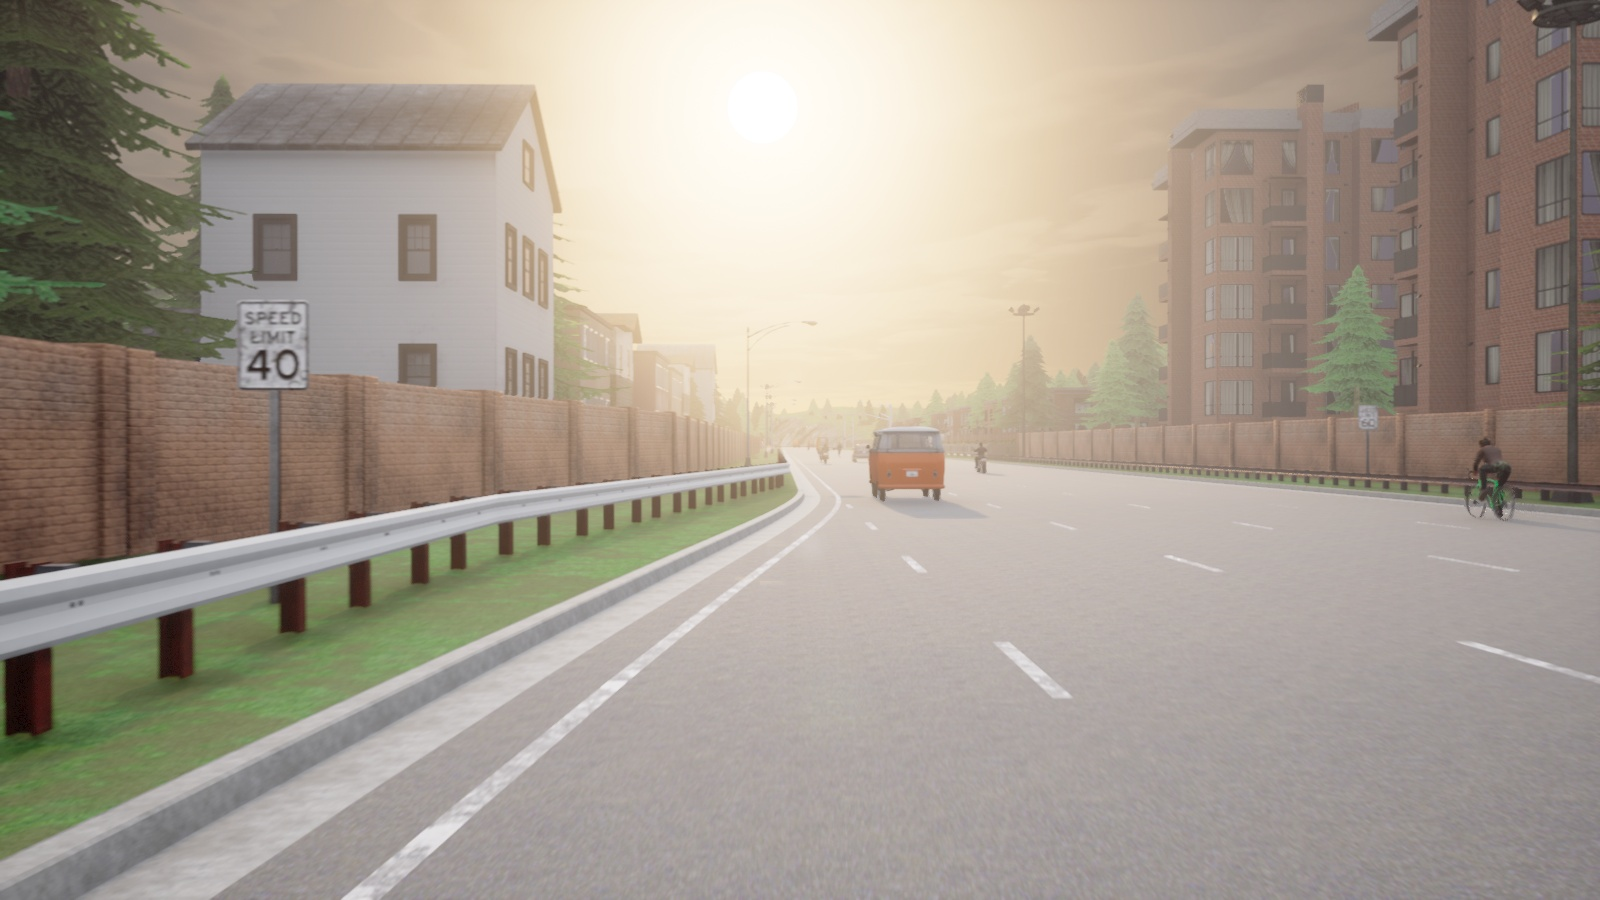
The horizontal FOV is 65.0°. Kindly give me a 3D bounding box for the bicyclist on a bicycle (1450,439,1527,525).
[{"bbox_3d":[13.515,0.609,24.704,0.582,1.620,1.656,0,0,-1],"label":"bicyclist on a bicycle"}]

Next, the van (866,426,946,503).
[{"bbox_3d":[2.853,0.355,34.641,1.775,1.987,4.442,0,0,-1],"label":"van"}]

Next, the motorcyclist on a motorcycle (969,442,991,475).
[{"bbox_3d":[9.358,0.429,65.363,0.766,1.649,2.350,0,0,-1],"label":"motorcyclist on a motorcycle"}]
